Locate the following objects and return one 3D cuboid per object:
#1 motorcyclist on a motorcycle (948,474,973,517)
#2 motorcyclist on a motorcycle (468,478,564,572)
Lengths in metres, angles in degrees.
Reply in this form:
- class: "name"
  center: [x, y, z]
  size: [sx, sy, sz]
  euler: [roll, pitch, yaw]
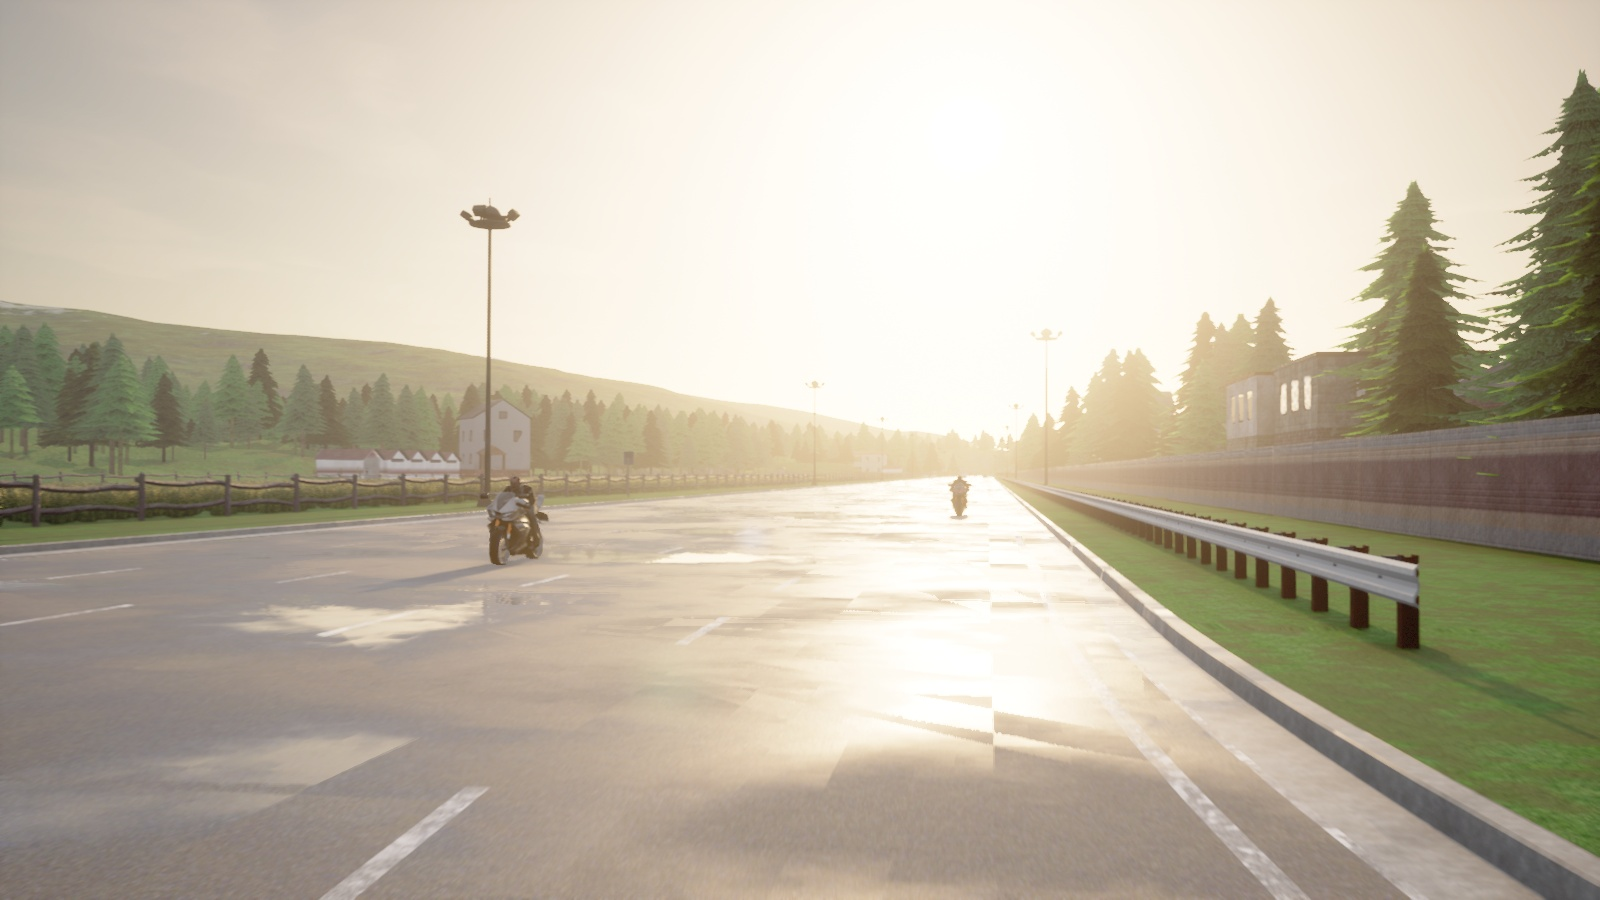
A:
- class: "motorcyclist on a motorcycle"
  center: [5.876, 1.650, 45.849]
  size: [0.866, 1.530, 2.191]
  euler: [0, -1, 9]
- class: "motorcyclist on a motorcycle"
  center: [-4.858, 1.255, 21.660]
  size: [0.866, 1.530, 2.191]
  euler: [0, -1, 9]
